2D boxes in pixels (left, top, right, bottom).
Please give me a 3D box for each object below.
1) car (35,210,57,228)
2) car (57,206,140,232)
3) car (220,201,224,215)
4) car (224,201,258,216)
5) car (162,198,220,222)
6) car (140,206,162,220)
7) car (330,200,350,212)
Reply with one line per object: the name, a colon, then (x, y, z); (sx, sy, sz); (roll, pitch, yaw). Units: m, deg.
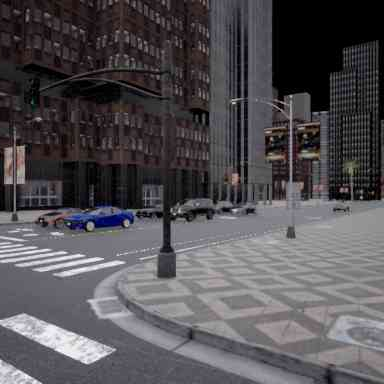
car: (-8.959, 1.794, 23.938); (1.994, 1.385, 4.181); (0, -1, 36)
car: (-6.095, 1.717, 22.365); (1.882, 1.535, 5.008); (0, -1, 35)
car: (3.434, 1.895, 41.499); (2.097, 1.767, 4.553); (0, -1, 35)
car: (6.248, 2.043, 39.847); (2.128, 1.511, 4.902); (0, -1, 35)
car: (0.066, 1.616, 31.104); (2.150, 2.045, 5.566); (0, -1, 35)
car: (-3.286, 1.974, 31.988); (1.895, 1.301, 4.718); (0, -1, 35)
car: (24.186, 2.429, 53.682); (2.033, 1.411, 5.357); (0, -1, 34)
